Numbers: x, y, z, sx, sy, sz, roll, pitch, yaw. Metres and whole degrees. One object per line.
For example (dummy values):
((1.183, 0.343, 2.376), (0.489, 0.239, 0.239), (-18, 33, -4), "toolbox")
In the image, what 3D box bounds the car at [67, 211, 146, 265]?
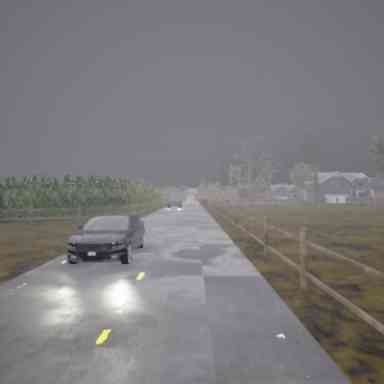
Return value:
((-2.848, 1.491, 11.970), (1.882, 1.535, 5.008), (0, 0, 0), "car")

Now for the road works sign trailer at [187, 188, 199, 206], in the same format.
((0.124, 0.954, 64.837), (2.380, 3.560, 2.880), (0, -1, -5), "road works sign trailer")

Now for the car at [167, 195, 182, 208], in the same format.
((-2.793, 1.567, 54.285), (2.150, 2.045, 5.566), (0, 0, 1), "car")
